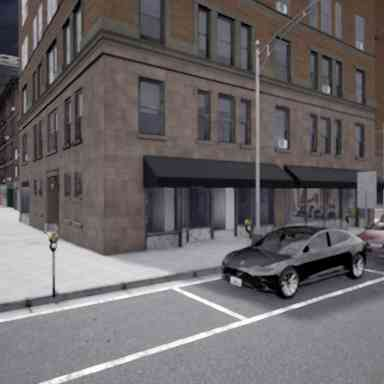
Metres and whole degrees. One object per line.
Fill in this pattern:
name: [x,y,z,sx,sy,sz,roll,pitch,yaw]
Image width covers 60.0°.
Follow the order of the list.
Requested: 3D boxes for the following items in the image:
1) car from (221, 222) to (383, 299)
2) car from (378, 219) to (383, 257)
car: [2.727,1.564,8.463,4.313,1.339,1.947,0,0,-35]
car: [7.211,1.579,11.650,4.206,1.307,1.802,0,0,-35]
